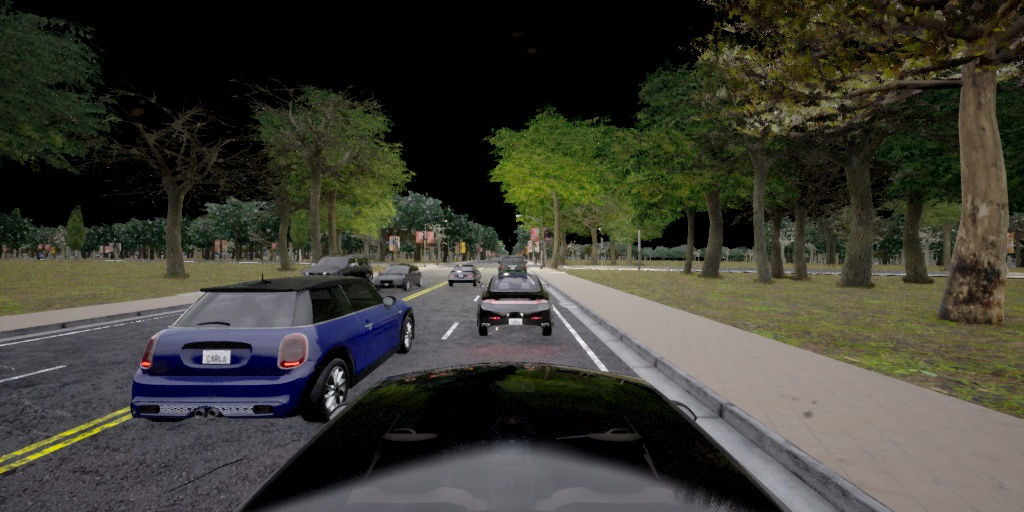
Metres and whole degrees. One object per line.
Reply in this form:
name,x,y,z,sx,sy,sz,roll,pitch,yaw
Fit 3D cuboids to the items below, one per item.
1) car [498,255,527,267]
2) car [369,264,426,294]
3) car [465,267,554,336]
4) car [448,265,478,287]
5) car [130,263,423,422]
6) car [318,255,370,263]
car,0.045,0.979,28.429,2.150,2.045,5.566,0,0,0
car,-6.640,1.256,21.363,1.837,1.490,4.892,0,0,0
car,0.081,1.242,10.374,2.128,1.511,4.902,0,0,0
car,-3.195,1.301,24.798,2.033,1.411,5.357,0,0,0
car,-3.158,1.102,5.969,2.097,1.767,4.553,0,0,0
car,-9.888,0.973,20.665,2.150,2.045,5.566,0,0,0
